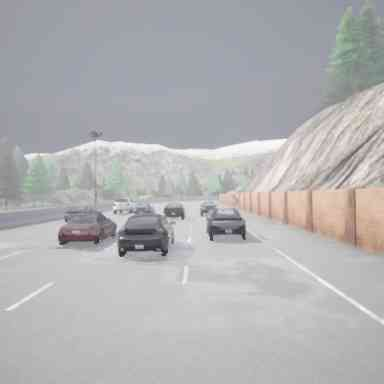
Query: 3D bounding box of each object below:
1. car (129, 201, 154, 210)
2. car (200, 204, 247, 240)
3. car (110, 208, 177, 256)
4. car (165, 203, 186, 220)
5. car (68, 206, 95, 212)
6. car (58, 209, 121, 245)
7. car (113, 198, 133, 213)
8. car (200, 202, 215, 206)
[{"bbox_3d":[-5.124,1.940,35.571,1.812,1.442,4.674,-1,-1,0],"label":"car"},{"bbox_3d":[1.726,1.623,17.816,2.128,1.511,4.902,-1,-1,0],"label":"car"},{"bbox_3d":[-1.805,1.667,13.922,1.837,1.490,4.892,-1,-1,0],"label":"car"},{"bbox_3d":[-1.654,1.798,32.142,1.882,1.535,5.008,-1,-1,0],"label":"car"},{"bbox_3d":[-8.697,1.891,26.893,2.128,1.511,4.902,-1,-1,0],"label":"car"},{"bbox_3d":[-5.276,1.819,17.235,1.994,1.385,4.181,-1,-1,0],"label":"car"},{"bbox_3d":[-8.571,1.757,42.789,2.150,2.045,5.566,-1,-1,0],"label":"car"},{"bbox_3d":[1.869,1.818,36.349,1.812,1.442,4.674,-1,-1,0],"label":"car"}]
